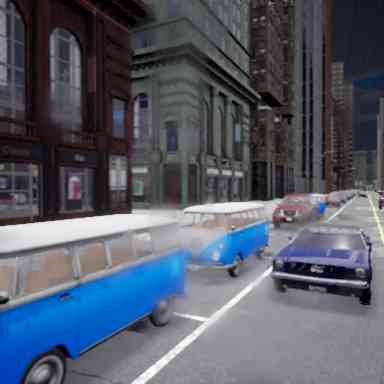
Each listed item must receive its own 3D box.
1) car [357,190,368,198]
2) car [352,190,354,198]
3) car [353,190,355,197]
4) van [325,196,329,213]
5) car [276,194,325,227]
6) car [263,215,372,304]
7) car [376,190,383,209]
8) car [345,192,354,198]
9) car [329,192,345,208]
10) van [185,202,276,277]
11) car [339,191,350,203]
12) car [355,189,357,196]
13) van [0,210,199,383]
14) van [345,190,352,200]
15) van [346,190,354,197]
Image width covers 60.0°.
[{"bbox_3d":[39.791,0.754,77.614,1.895,1.301,4.718,0,1,28],"label":"car"},{"bbox_3d":[29.822,0.835,64.564,1.947,1.339,4.313,0,1,28],"label":"car"},{"bbox_3d":[32.441,0.781,69.555,1.947,1.339,4.313,0,1,28],"label":"car"},{"bbox_3d":[8.873,1.052,24.631,1.690,1.788,3.998,0,1,28],"label":"van"},{"bbox_3d":[6.254,1.083,19.640,2.192,1.841,5.009,0,1,28],"label":"car"},{"bbox_3d":[3.381,1.501,8.214,1.895,1.301,4.718,0,1,28],"label":"car"},{"bbox_3d":[21.499,0.928,36.125,2.097,1.767,4.553,0,1,28],"label":"car"},{"bbox_3d":[37.678,0.651,79.537,1.887,1.381,4.507,0,1,28],"label":"car"},{"bbox_3d":[16.729,1.086,39.607,1.887,1.381,4.507,0,1,28],"label":"car"},{"bbox_3d":[1.018,1.227,9.659,1.690,1.788,3.998,0,1,28],"label":"van"},{"bbox_3d":[21.966,0.998,49.590,1.947,1.339,4.313,0,1,28],"label":"car"},{"bbox_3d":[35.058,0.476,74.544,2.192,1.841,5.009,0,1,28],"label":"car"},{"bbox_3d":[-1.601,1.287,4.668,1.690,1.788,3.998,0,1,28],"label":"van"},{"bbox_3d":[27.203,0.664,59.570,1.690,1.788,3.998,0,1,28],"label":"van"},{"bbox_3d":[40.296,0.394,84.527,1.690,1.788,3.998,0,1,28],"label":"van"}]
